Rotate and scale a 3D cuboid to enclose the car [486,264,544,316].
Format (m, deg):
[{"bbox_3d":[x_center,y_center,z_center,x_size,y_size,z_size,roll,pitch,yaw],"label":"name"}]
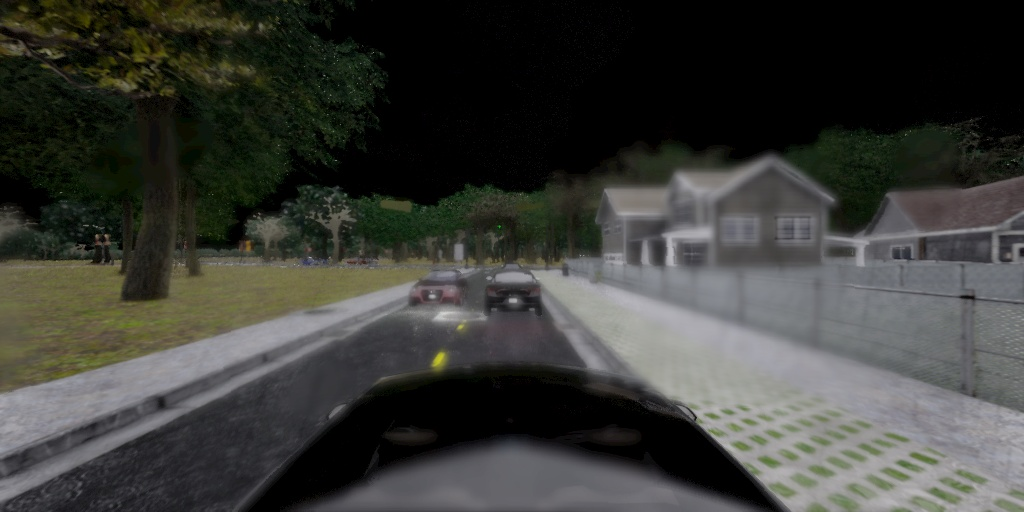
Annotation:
[{"bbox_3d":[0.098,1.230,13.421,1.882,1.535,5.008,0,0,0],"label":"car"}]

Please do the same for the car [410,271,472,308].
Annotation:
[{"bbox_3d":[-2.848,1.317,15.063,1.994,1.385,4.181,0,0,0],"label":"car"}]
